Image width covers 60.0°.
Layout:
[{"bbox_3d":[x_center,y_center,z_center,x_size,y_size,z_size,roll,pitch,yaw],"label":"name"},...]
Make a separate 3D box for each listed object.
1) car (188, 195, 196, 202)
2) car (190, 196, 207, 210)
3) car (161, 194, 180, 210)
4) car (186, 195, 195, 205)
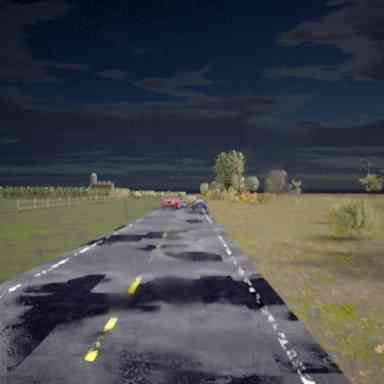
[{"bbox_3d":[0.023,1.437,79.163,1.882,1.535,5.008,0,0,0],"label":"car"},{"bbox_3d":[0.975,1.552,42.686,1.812,1.442,4.674,0,0,0],"label":"car"},{"bbox_3d":[-2.815,1.254,44.405,2.150,2.045,5.566,0,0,0],"label":"car"},{"bbox_3d":[0.019,1.542,60.650,1.882,1.535,5.008,0,0,0],"label":"car"}]
